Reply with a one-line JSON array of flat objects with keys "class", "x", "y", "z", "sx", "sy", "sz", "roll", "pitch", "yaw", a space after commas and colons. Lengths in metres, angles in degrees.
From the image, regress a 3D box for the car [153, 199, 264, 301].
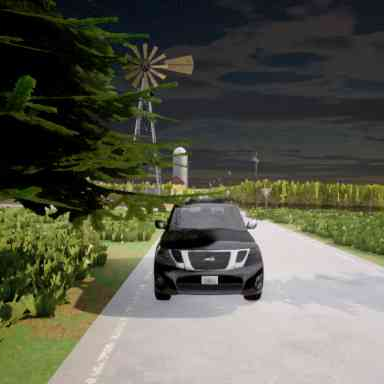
[{"class": "car", "x": 0.336, "y": 1.221, "z": 8.709, "sx": 2.150, "sy": 2.045, "sz": 5.566, "roll": 0, "pitch": 0, "yaw": 0}]
